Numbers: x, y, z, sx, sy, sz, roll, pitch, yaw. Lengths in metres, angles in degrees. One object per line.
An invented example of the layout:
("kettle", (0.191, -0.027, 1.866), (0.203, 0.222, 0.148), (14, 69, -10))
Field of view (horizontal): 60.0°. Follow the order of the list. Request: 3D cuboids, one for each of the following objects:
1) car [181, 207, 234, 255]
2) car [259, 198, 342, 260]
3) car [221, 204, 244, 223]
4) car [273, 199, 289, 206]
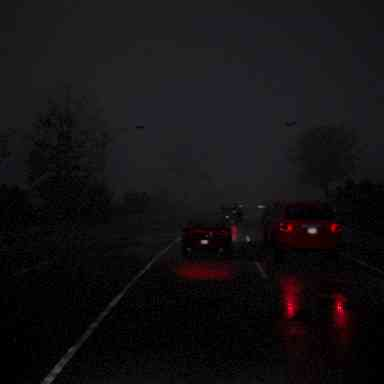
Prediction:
("car", (0.745, 1.617, 14.162), (1.882, 1.535, 5.008), (0, 0, 7))
("car", (4.157, 1.354, 13.324), (2.150, 2.045, 5.566), (0, 0, 6))
("car", (3.336, 1.776, 28.517), (2.128, 1.511, 4.902), (0, 0, 14))
("car", (18.825, 2.218, 70.151), (1.837, 1.490, 4.892), (0, -1, 35))
